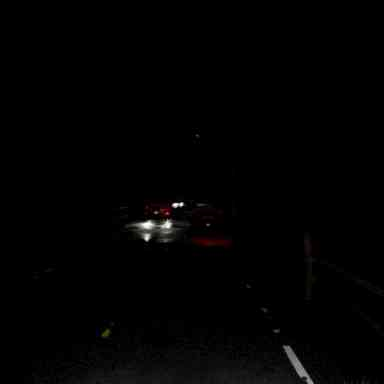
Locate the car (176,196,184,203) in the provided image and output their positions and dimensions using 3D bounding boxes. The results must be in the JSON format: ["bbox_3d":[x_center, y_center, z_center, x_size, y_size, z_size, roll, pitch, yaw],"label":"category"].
[{"bbox_3d":[-2.748,1.604,69.995,2.128,1.511,4.902,0,0,0],"label":"car"}]

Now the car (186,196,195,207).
[{"bbox_3d":[0.001,1.595,55.522,1.882,1.535,5.008,0,0,0],"label":"car"}]

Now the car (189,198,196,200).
[{"bbox_3d":[0.825,1.543,29.485,1.882,1.535,5.008,0,0,0],"label":"car"}]

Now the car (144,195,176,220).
[{"bbox_3d":[-2.848,1.285,29.245,2.150,2.045,5.566,0,0,0],"label":"car"}]

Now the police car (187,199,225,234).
[{"bbox_3d":[0.825,1.469,19.592,1.930,1.638,5.238,0,0,0],"label":"police car"}]

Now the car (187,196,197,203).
[{"bbox_3d":[0.002,1.508,70.520,2.033,1.411,5.357,0,0,0],"label":"car"}]
